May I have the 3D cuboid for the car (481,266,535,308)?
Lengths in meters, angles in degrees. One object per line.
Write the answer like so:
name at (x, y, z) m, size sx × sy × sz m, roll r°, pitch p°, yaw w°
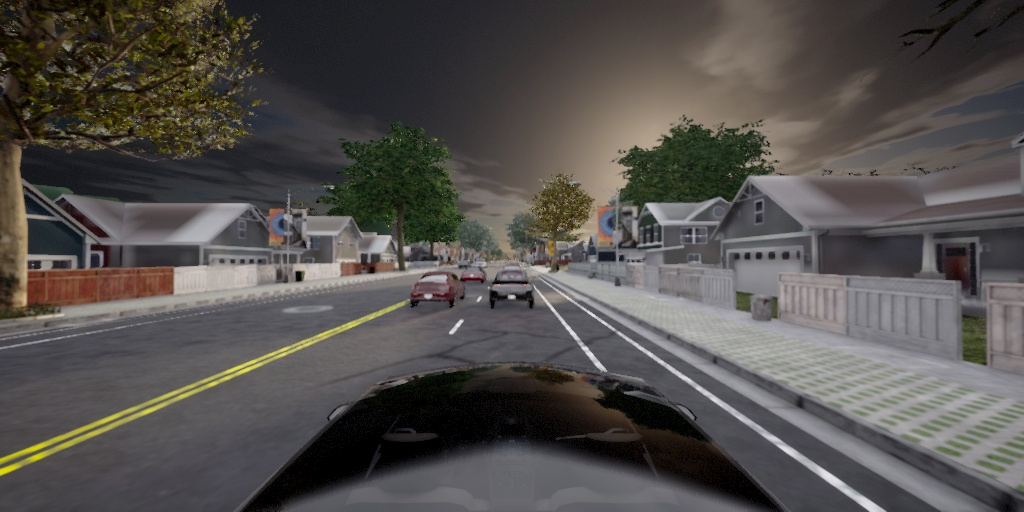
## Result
car at (-0.001, 1.376, 16.139) m, size 2.128 × 1.511 × 4.902 m, roll 0°, pitch 0°, yaw 0°

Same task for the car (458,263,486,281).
car at (-3.256, 1.586, 31.163) m, size 1.994 × 1.385 × 4.181 m, roll 0°, pitch 0°, yaw 0°

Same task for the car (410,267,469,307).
car at (-3.250, 1.410, 16.228) m, size 1.812 × 1.442 × 4.674 m, roll 0°, pitch 0°, yaw 0°
